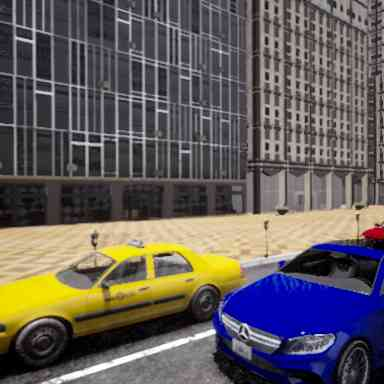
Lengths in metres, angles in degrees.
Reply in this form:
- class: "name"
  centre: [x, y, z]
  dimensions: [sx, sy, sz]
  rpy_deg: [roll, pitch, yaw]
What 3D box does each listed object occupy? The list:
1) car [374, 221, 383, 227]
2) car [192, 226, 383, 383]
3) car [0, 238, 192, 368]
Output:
- class: "car"
  centre: [7.952, 1.537, 12.234]
  dimensions: [4.507, 1.381, 1.887]
  rpy_deg: [0, 0, -35]
- class: "car"
  centre: [2.470, 1.523, 5.115]
  dimensions: [4.674, 1.442, 1.812]
  rpy_deg: [0, 0, -35]
- class: "car"
  centre: [-1.189, 1.524, 5.718]
  dimensions: [4.829, 1.417, 1.752]
  rpy_deg: [0, 0, -35]
